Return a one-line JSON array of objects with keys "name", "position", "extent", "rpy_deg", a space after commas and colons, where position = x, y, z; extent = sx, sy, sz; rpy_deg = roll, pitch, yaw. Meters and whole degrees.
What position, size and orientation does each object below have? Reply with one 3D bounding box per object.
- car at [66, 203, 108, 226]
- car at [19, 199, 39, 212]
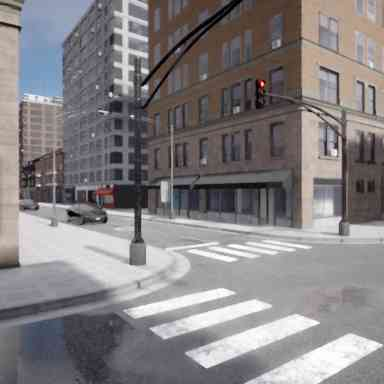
[{"name": "car", "position": [-7.904, 1.578, 24.809], "extent": [1.882, 1.535, 5.008], "rpy_deg": [0, 0, -36]}, {"name": "car", "position": [-21.176, 1.684, 43.119], "extent": [1.882, 1.535, 5.008], "rpy_deg": [0, 0, -36]}]
